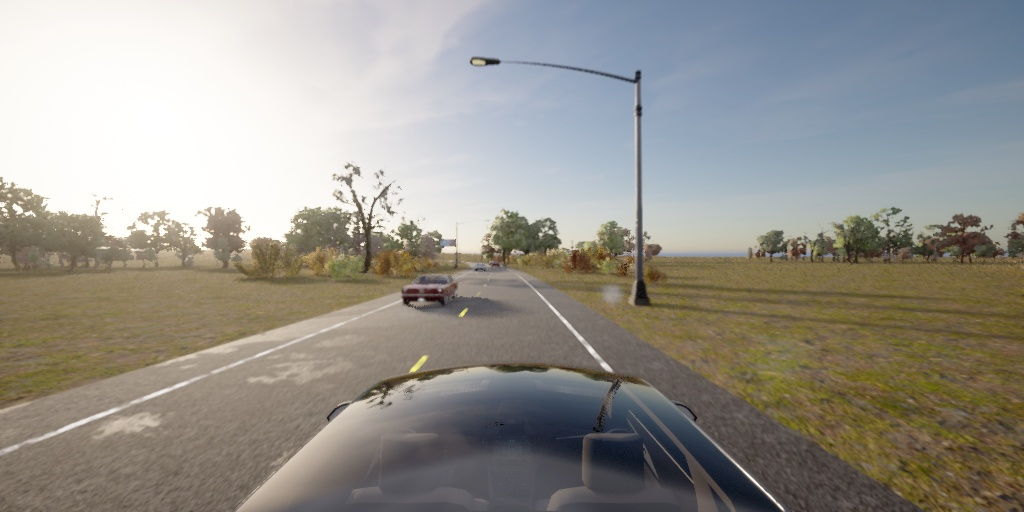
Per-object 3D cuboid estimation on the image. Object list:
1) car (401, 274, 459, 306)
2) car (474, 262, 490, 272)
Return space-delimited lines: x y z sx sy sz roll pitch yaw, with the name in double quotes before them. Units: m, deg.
"car" -3.730 1.521 16.923 1.895 1.301 4.718 0 -1 -1
"car" -5.216 1.919 59.283 2.033 1.411 5.357 0 -1 -3
